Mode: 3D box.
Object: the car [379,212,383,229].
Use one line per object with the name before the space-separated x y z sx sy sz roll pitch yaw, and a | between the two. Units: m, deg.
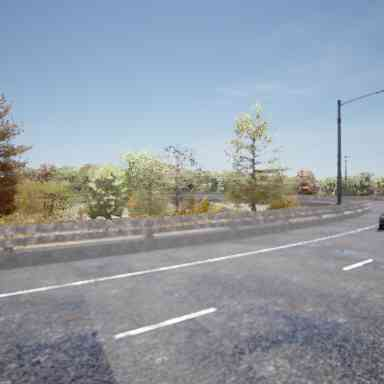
car | 13.044 1.560 20.757 1.812 1.442 4.674 0 0 41
